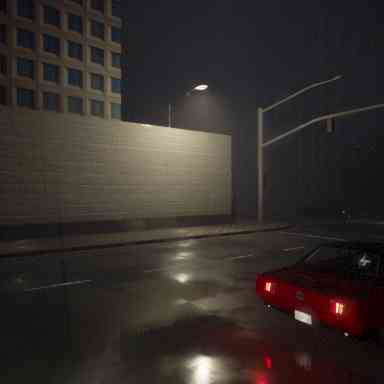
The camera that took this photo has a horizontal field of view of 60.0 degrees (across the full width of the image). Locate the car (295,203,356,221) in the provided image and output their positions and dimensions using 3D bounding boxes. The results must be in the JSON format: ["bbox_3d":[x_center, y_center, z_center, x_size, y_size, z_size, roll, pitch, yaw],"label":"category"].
[{"bbox_3d":[11.352,1.656,28.492,1.895,1.301,4.718,0,0,-36],"label":"car"}]

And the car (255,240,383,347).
[{"bbox_3d":[3.499,1.601,6.286,4.718,1.301,1.895,0,0,-35],"label":"car"}]
